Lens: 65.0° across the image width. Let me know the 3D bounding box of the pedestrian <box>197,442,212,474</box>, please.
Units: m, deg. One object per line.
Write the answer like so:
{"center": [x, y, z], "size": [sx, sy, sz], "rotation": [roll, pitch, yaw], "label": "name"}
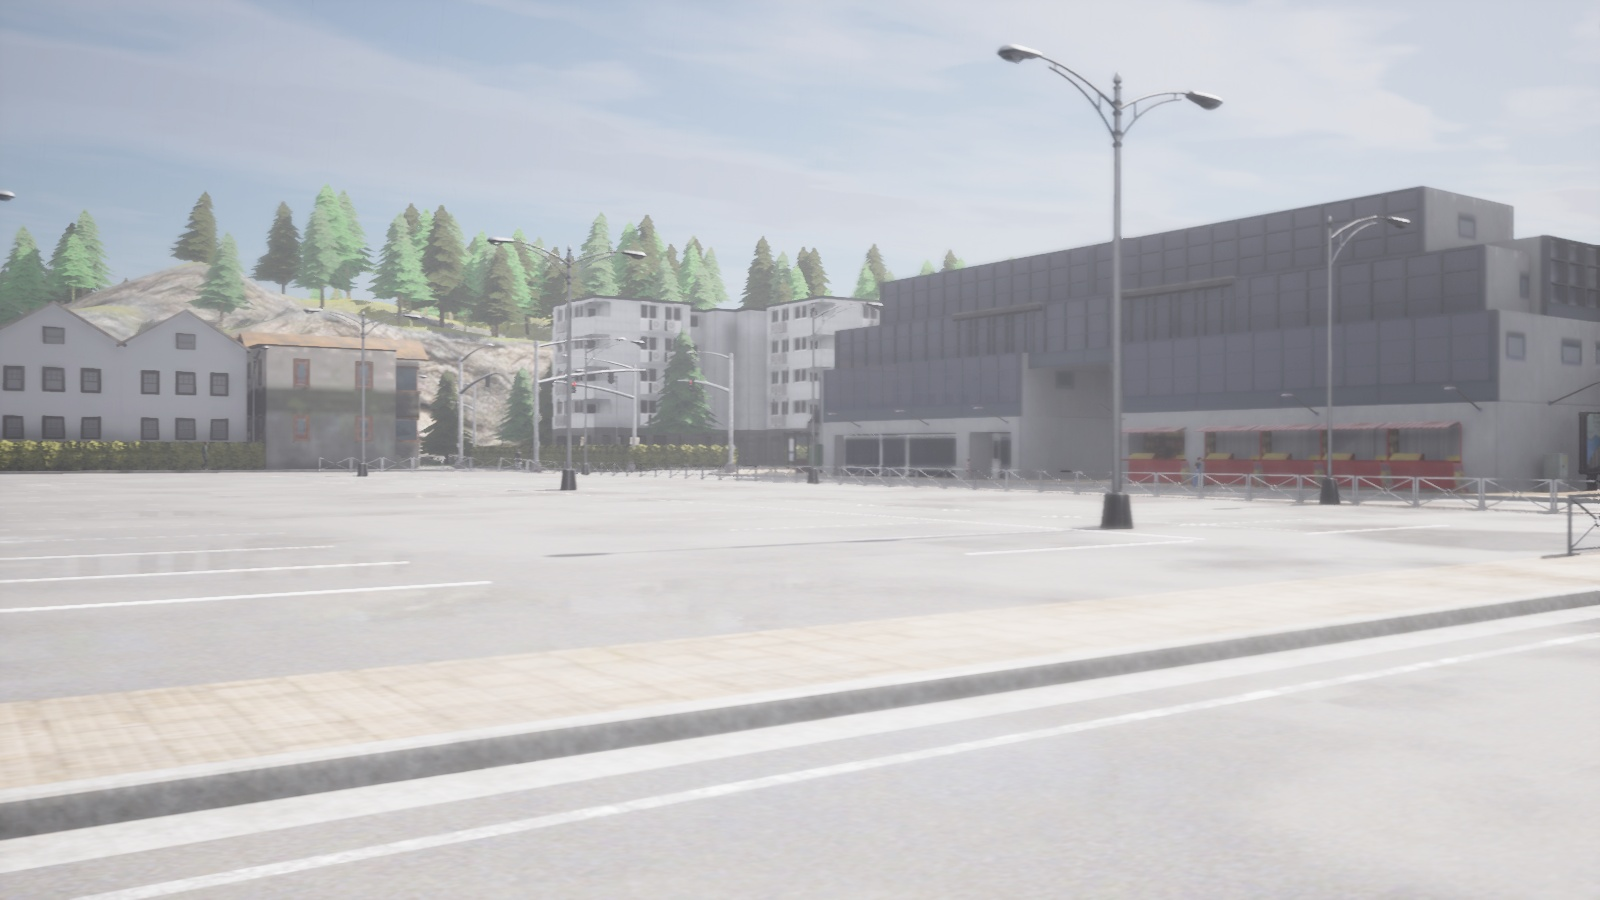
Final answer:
{"center": [-36.184, 0.473, 76.332], "size": [0.788, 1.949, 0.423], "rotation": [0, 0, -34], "label": "pedestrian"}
